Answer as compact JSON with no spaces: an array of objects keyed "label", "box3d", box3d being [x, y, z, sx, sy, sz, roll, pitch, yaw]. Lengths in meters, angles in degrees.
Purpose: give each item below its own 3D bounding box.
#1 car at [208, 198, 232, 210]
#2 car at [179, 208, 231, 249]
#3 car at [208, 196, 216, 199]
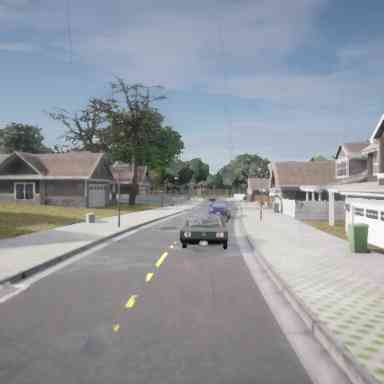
[{"label":"car","box3d":[2.465,1.556,29.277,1.812,1.442,4.674,0,0,9]},{"label":"car","box3d":[0.622,1.612,14.519,1.895,1.301,4.718,0,0,5]},{"label":"car","box3d":[4.674,1.570,76.388,2.033,1.411,5.357,0,0,2]}]
